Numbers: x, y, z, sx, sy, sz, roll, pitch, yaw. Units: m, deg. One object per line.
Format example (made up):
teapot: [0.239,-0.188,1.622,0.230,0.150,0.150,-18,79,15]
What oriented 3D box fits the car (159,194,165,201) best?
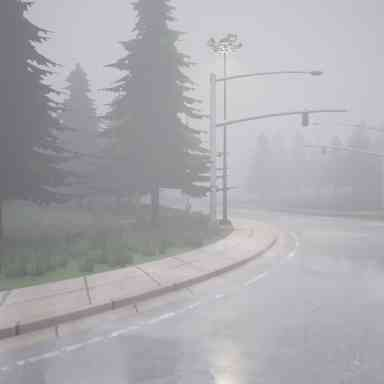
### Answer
car: [-7.009,1.186,75.146,2.150,2.045,5.566,0,0,-21]

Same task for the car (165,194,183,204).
car: [-3.147,1.547,65.400,2.033,1.411,5.357,0,0,-21]
